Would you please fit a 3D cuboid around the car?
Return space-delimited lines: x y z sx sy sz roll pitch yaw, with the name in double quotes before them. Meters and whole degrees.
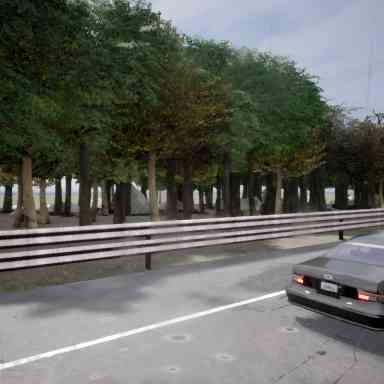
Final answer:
"car" 4.209 1.547 6.727 5.357 1.411 2.033 0 0 -36
